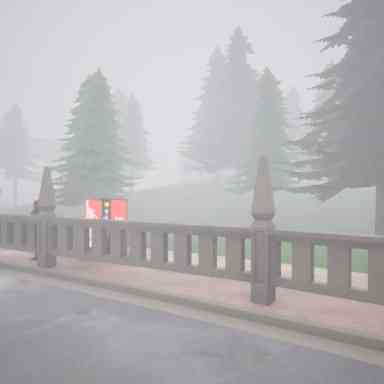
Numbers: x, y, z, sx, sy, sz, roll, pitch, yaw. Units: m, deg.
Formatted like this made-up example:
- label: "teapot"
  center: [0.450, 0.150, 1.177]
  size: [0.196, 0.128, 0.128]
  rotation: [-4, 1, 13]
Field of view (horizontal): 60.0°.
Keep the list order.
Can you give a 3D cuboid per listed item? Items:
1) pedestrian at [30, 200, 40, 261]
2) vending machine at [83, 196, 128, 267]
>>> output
- label: "pedestrian"
  center: [-4.715, 1.140, 10.115]
  size: [0.375, 1.860, 0.375]
  rotation: [0, 0, 30]
- label: "vending machine"
  center: [-2.763, 1.194, 10.700]
  size: [0.880, 2.100, 1.100]
  rotation: [0, 0, 30]
